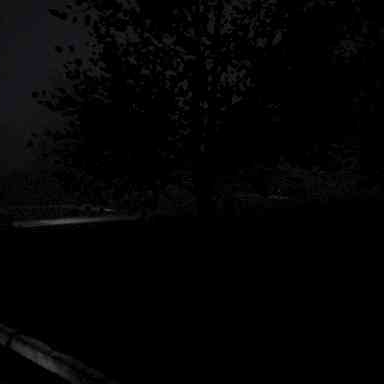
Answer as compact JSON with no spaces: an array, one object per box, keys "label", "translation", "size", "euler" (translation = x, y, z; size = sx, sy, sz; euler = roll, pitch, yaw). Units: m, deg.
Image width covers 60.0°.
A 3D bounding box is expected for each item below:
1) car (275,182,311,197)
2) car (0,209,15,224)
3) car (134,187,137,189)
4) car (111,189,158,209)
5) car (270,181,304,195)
[{"label":"car","translation":[13.925,-0.168,44.841],"size":[4.674,1.442,1.812],"euler":[-3,3,-27]},{"label":"car","translation":[-12.087,1.280,17.598],"size":[4.718,1.301,1.895],"euler":[0,1,-45]},{"label":"car","translation":[-6.921,0.414,36.014],"size":[5.566,2.045,2.150],"euler":[-2,3,-37]},{"label":"car","translation":[-5.641,0.812,32.573],"size":[4.892,1.490,1.837],"euler":[-2,2,-37]},{"label":"car","translation":[14.191,-0.642,48.886],"size":[5.566,2.045,2.150],"euler":[-3,2,-26]}]
